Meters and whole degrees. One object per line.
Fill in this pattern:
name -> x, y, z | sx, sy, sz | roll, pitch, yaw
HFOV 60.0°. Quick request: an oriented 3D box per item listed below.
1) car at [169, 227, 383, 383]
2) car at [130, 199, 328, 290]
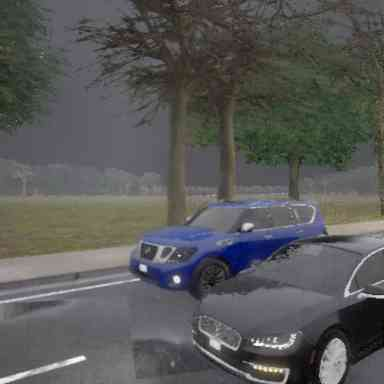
car -> 2.248, 1.510, 5.271 | 4.892, 1.490, 1.837 | 0, 0, -35
car -> 1.240, 1.228, 8.543 | 5.566, 2.045, 2.150 | 0, 0, -35
